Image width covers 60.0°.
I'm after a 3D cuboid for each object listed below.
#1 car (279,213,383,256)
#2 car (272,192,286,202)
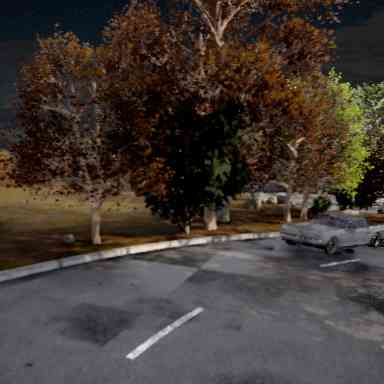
[{"bbox_3d":[5.594,1.506,12.975,4.718,1.301,1.895,1,3,-35],"label":"car"},{"bbox_3d":[11.874,0.721,45.226,1.812,1.442,4.674,2,1,6],"label":"car"}]
